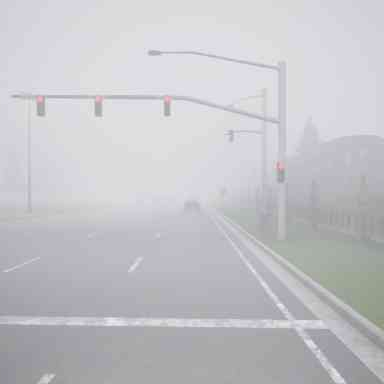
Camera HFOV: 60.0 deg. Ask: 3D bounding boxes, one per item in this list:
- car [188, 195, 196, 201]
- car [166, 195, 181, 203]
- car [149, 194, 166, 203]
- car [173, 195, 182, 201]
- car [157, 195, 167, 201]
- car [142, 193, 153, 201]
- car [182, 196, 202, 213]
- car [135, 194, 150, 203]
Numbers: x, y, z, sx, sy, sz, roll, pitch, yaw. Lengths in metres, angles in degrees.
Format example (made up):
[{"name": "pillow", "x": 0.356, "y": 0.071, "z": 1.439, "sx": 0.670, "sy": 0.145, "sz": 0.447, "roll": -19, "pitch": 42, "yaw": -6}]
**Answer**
[{"name": "car", "x": 0.019, "y": 1.356, "z": 78.530, "sx": 1.812, "sy": 1.442, "sz": 4.674, "roll": 0, "pitch": 0, "yaw": 0}, {"name": "car", "x": -3.484, "y": 1.491, "z": 68.111, "sx": 2.128, "sy": 1.511, "sz": 4.902, "roll": 0, "pitch": 0, "yaw": 0}, {"name": "car", "x": -6.984, "y": 1.477, "z": 68.112, "sx": 1.882, "sy": 1.535, "sz": 5.008, "roll": 0, "pitch": 0, "yaw": 0}, {"name": "car", "x": -3.481, "y": 1.427, "z": 78.561, "sx": 1.895, "sy": 1.301, "sz": 4.718, "roll": 0, "pitch": 0, "yaw": 0}, {"name": "car", "x": -6.981, "y": 1.385, "z": 78.532, "sx": 1.994, "sy": 1.385, "sz": 4.181, "roll": 0, "pitch": 0, "yaw": 0}, {"name": "car", "x": -10.481, "y": 1.187, "z": 78.503, "sx": 2.097, "sy": 1.767, "sz": 4.553, "roll": 0, "pitch": 0, "yaw": 0}, {"name": "car", "x": 0.009, "y": 1.504, "z": 37.497, "sx": 1.837, "sy": 1.490, "sz": 4.892, "roll": 0, "pitch": 0, "yaw": 0}, {"name": "car", "x": -10.484, "y": 1.564, "z": 68.496, "sx": 1.994, "sy": 1.385, "sz": 4.181, "roll": 0, "pitch": 0, "yaw": 0}]
